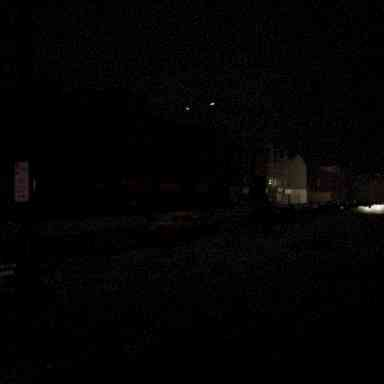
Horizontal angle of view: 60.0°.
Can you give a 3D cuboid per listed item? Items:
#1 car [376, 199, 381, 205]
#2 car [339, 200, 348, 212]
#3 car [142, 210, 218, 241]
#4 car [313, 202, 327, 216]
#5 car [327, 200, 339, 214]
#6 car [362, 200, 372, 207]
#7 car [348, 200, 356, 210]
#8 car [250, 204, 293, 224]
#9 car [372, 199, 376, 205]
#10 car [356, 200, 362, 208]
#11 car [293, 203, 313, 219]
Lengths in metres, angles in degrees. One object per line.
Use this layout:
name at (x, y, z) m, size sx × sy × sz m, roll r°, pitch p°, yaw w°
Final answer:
car at (44.988, 2.453, 81.039) m, size 2.008 × 1.369 × 4.403 m, roll -2°, pitch -2°, yaw 35°
car at (18.987, 1.776, 44.310) m, size 1.967 × 1.590 × 4.097 m, roll -1°, pitch -1°, yaw 35°
car at (-0.415, 1.591, 16.896) m, size 1.752 × 1.417 × 4.829 m, roll -1°, pitch -1°, yaw 35°
car at (12.488, 1.814, 35.124) m, size 1.802 × 1.307 × 4.206 m, roll -1°, pitch -1°, yaw 35°
car at (15.737, 1.827, 39.716) m, size 1.887 × 1.381 × 4.507 m, roll -1°, pitch -1°, yaw 35°
car at (31.989, 2.139, 62.675) m, size 2.008 × 1.369 × 4.403 m, roll -1°, pitch -1°, yaw 35°
car at (22.238, 1.945, 48.900) m, size 2.008 × 1.369 × 4.403 m, roll -1°, pitch -1°, yaw 35°
car at (5.987, 1.708, 25.941) m, size 1.947 × 1.339 × 4.313 m, roll -1°, pitch -1°, yaw 35°
car at (35.238, 2.204, 67.266) m, size 1.887 × 1.381 × 4.507 m, roll -1°, pitch -2°, yaw 35°
car at (25.488, 2.006, 53.491) m, size 2.008 × 1.369 × 4.403 m, roll -1°, pitch -1°, yaw 35°
car at (9.237, 1.736, 30.533) m, size 2.008 × 1.369 × 4.403 m, roll -1°, pitch -1°, yaw 35°
